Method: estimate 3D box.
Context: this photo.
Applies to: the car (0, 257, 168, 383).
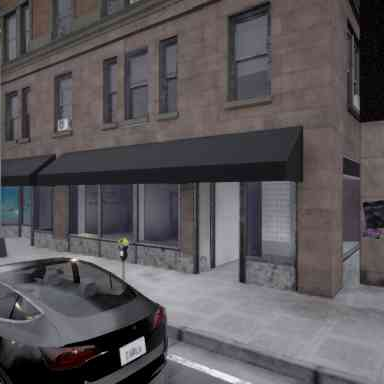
[{"bbox_3d":[-2.260,1.566,4.413,4.313,1.339,1.947,0,0,35],"label":"car"}]
